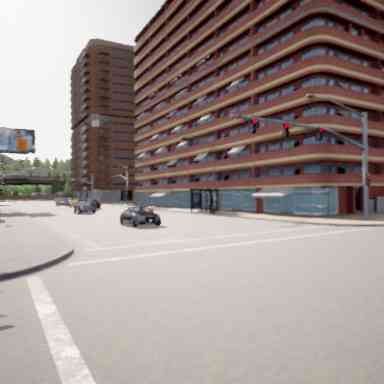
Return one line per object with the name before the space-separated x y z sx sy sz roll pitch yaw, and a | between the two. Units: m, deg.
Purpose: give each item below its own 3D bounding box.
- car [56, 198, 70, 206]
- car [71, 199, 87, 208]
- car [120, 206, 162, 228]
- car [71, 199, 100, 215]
car | -21.093 1.786 54.277 1.837 1.490 4.892 -1 0 -30
car | -20.599 2.062 60.408 1.882 1.535 5.008 -1 0 -30
car | -3.793 1.758 24.253 1.994 1.385 4.181 -1 0 -30
car | -12.869 1.916 39.936 1.812 1.442 4.674 -1 0 -30
